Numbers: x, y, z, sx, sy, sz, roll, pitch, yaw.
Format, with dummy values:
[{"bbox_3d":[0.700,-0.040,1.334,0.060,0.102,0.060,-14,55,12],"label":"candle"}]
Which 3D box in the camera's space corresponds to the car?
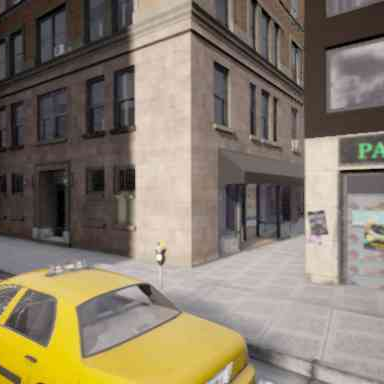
[{"bbox_3d":[-1.679,1.504,4.055,4.829,1.417,1.752,0,0,36],"label":"car"}]
